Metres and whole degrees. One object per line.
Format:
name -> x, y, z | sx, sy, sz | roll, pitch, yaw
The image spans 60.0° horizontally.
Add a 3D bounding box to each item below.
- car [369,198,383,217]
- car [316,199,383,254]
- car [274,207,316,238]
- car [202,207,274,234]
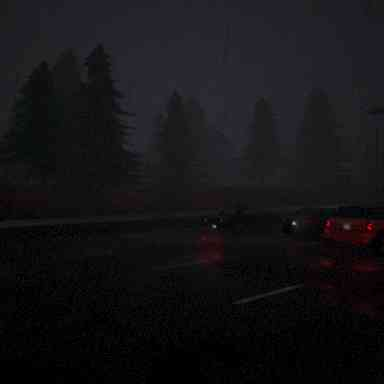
car -> 17.839, 1.281, 29.374 | 5.008, 1.535, 1.882 | 0, 0, -35
car -> 7.345, 1.267, 13.296 | 4.553, 1.767, 2.097 | 0, 0, -35
car -> 6.515, 1.470, 17.000 | 4.181, 1.385, 1.994 | 0, 0, -35
car -> 2.984, 1.518, 18.782 | 4.718, 1.301, 1.895 | 0, 0, -35
